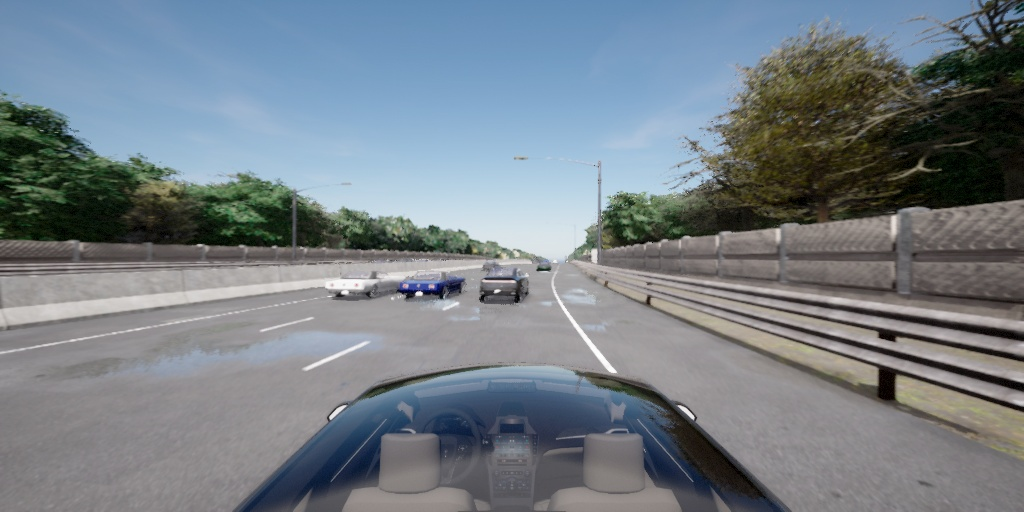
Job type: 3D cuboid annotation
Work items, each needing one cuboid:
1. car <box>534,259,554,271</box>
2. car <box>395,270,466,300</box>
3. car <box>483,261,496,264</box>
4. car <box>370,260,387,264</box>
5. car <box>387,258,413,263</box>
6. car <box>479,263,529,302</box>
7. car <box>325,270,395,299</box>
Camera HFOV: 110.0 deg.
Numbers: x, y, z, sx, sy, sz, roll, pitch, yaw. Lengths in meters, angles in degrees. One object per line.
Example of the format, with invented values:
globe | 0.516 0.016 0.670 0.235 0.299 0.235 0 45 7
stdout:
car | 4.812 1.494 53.156 1.994 1.385 4.181 0 0 8
car | -3.744 1.372 17.860 1.895 1.301 4.718 0 0 8
car | -2.814 1.366 49.247 2.128 1.511 4.902 0 0 8
car | -19.809 1.282 54.329 2.128 1.511 4.902 0 0 9
car | -16.338 1.160 53.919 2.097 1.767 4.553 0 0 9
car | -0.277 1.284 17.348 2.128 1.511 4.902 0 0 8
car | -7.209 1.360 18.354 1.895 1.301 4.718 0 0 8
